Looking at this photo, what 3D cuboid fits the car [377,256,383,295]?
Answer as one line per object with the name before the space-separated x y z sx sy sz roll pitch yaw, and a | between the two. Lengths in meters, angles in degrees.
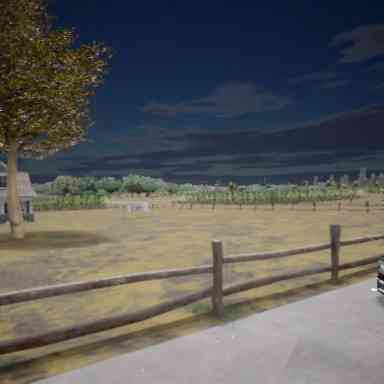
car | 5.959 1.467 7.319 4.902 1.511 2.128 0 0 -35
